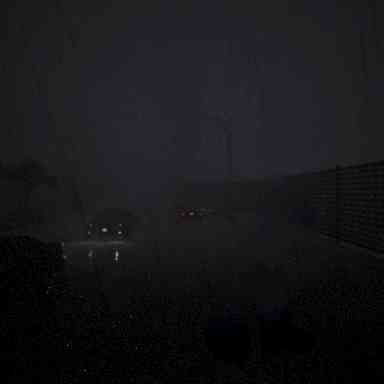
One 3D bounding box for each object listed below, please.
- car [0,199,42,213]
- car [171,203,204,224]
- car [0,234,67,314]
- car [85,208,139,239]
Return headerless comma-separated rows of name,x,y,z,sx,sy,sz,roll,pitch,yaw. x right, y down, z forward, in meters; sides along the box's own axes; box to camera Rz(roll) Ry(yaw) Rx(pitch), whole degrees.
car,-18.324,1.449,34.589,5.008,1.535,1.882,0,0,0
car,-0.421,1.529,24.769,2.033,1.411,5.357,0,0,-9
car,-4.066,1.543,6.151,2.033,1.411,5.357,0,0,0
car,-4.008,1.550,17.240,1.994,1.385,4.181,0,0,0
